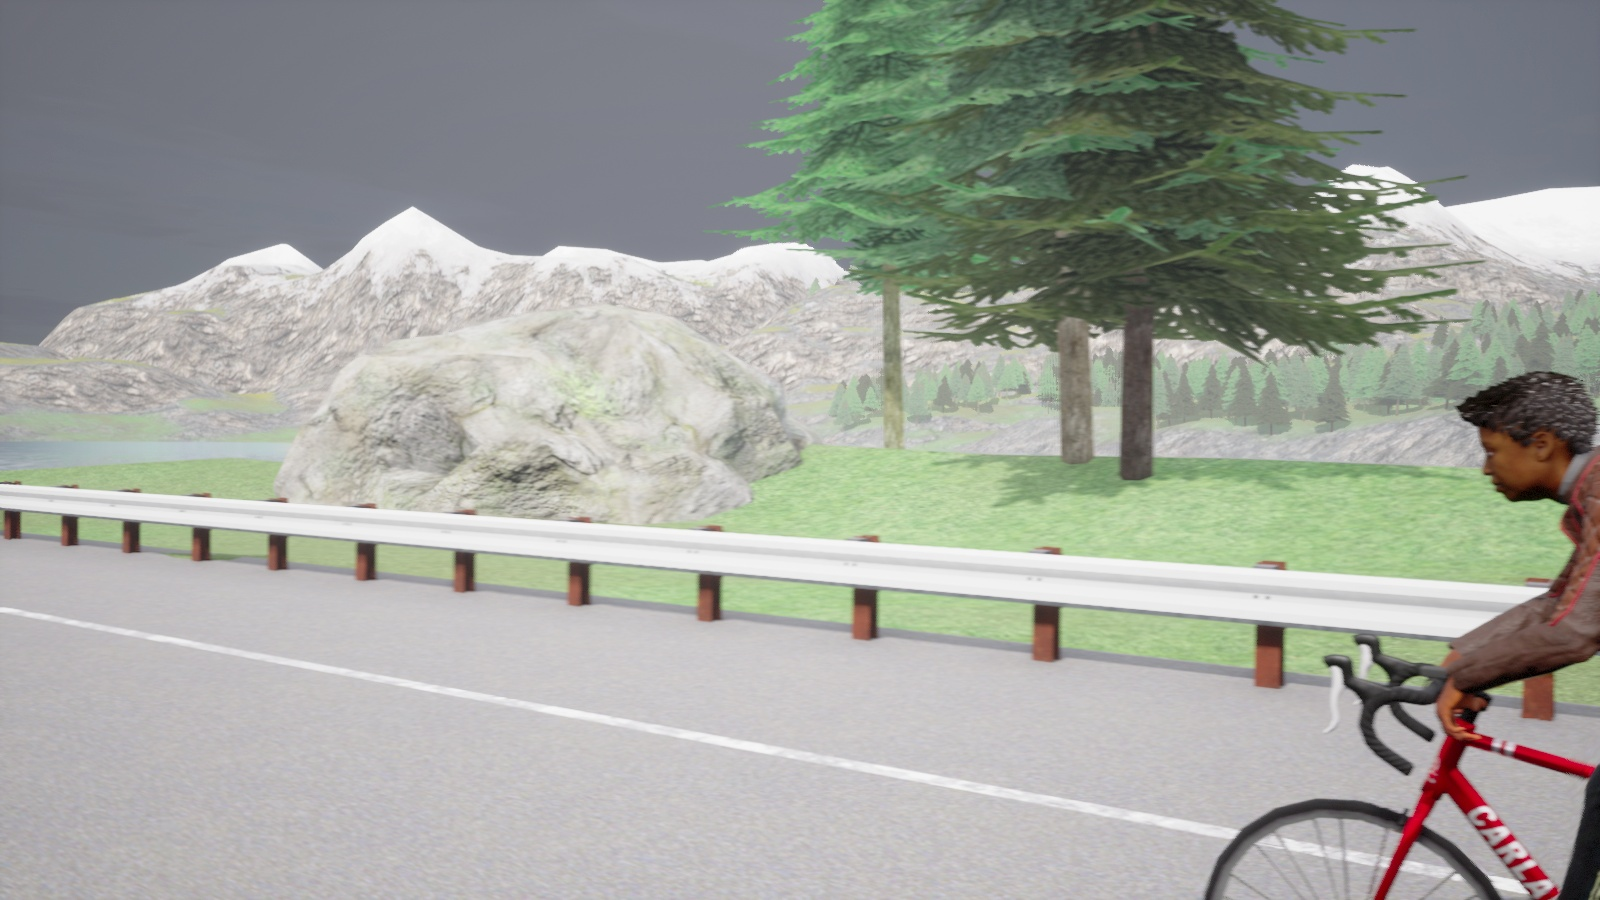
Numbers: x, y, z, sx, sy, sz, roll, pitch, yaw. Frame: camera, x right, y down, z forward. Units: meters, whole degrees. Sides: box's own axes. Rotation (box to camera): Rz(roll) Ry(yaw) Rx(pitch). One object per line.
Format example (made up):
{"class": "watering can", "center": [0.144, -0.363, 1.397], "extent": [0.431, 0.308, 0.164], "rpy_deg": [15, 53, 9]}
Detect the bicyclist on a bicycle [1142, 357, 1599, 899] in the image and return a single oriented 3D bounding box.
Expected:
{"class": "bicyclist on a bicycle", "center": [1.611, 0.635, 2.553], "extent": [1.656, 1.620, 0.582], "rpy_deg": [0, 1, 34]}
